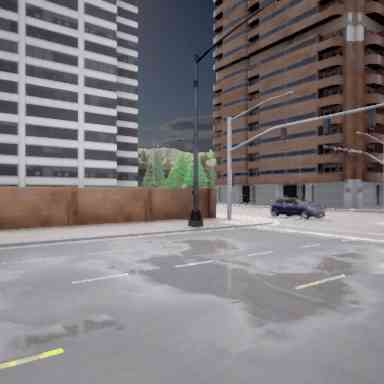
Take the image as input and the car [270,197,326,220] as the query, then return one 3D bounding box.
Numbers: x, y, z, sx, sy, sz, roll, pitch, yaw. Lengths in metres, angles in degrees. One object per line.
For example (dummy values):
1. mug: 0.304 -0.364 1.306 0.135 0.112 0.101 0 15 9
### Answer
1. car: 8.856 1.284 28.030 2.097 1.767 4.553 0 0 -36
